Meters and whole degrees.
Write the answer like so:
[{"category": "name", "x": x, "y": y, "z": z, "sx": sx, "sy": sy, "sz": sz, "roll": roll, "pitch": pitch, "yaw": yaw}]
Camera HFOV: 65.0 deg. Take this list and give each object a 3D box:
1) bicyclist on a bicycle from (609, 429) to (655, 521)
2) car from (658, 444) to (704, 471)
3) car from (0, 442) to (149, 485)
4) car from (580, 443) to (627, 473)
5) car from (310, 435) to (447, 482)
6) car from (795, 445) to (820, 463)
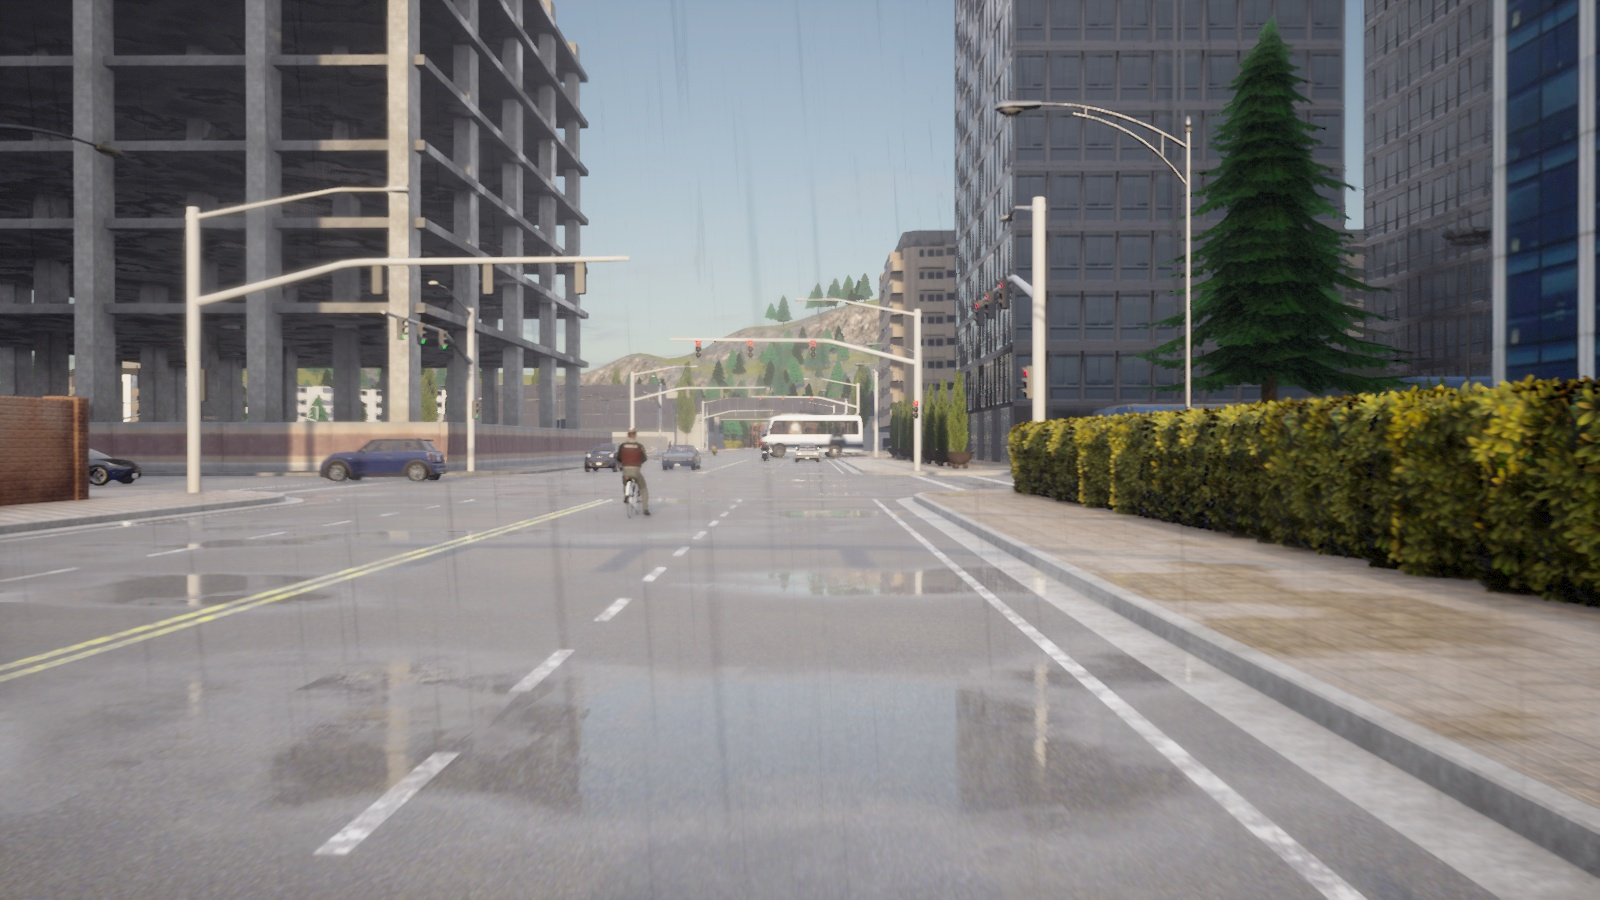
[{"category": "bicyclist on a bicycle", "x": -3.341, "y": 0.473, "z": 25.143, "sx": 0.659, "sy": 1.776, "sz": 1.843, "roll": 0, "pitch": 1, "yaw": 0}, {"category": "car", "x": -6.585, "y": 0.394, "z": 70.142, "sx": 2.033, "sy": 1.411, "sz": 5.357, "roll": 0, "pitch": 0, "yaw": 0}, {"category": "car", "x": -26.256, "y": 0.472, "z": 44.971, "sx": 4.792, "sy": 1.488, "sz": 2.163, "roll": 0, "pitch": 0, "yaw": 1}, {"category": "car", "x": -10.114, "y": 0.386, "z": 64.995, "sx": 1.845, "sy": 1.501, "sz": 3.633, "roll": 0, "pitch": 0, "yaw": 0}, {"category": "car", "x": -16.194, "y": 0.319, "z": 48.406, "sx": 4.553, "sy": 1.767, "sz": 2.097, "roll": 0, "pitch": 0, "yaw": 0}, {"category": "car", "x": 0.567, "y": 0.304, "z": 96.531, "sx": 1.895, "sy": 1.301, "sz": 4.718, "roll": 0, "pitch": 0, "yaw": 0}]
